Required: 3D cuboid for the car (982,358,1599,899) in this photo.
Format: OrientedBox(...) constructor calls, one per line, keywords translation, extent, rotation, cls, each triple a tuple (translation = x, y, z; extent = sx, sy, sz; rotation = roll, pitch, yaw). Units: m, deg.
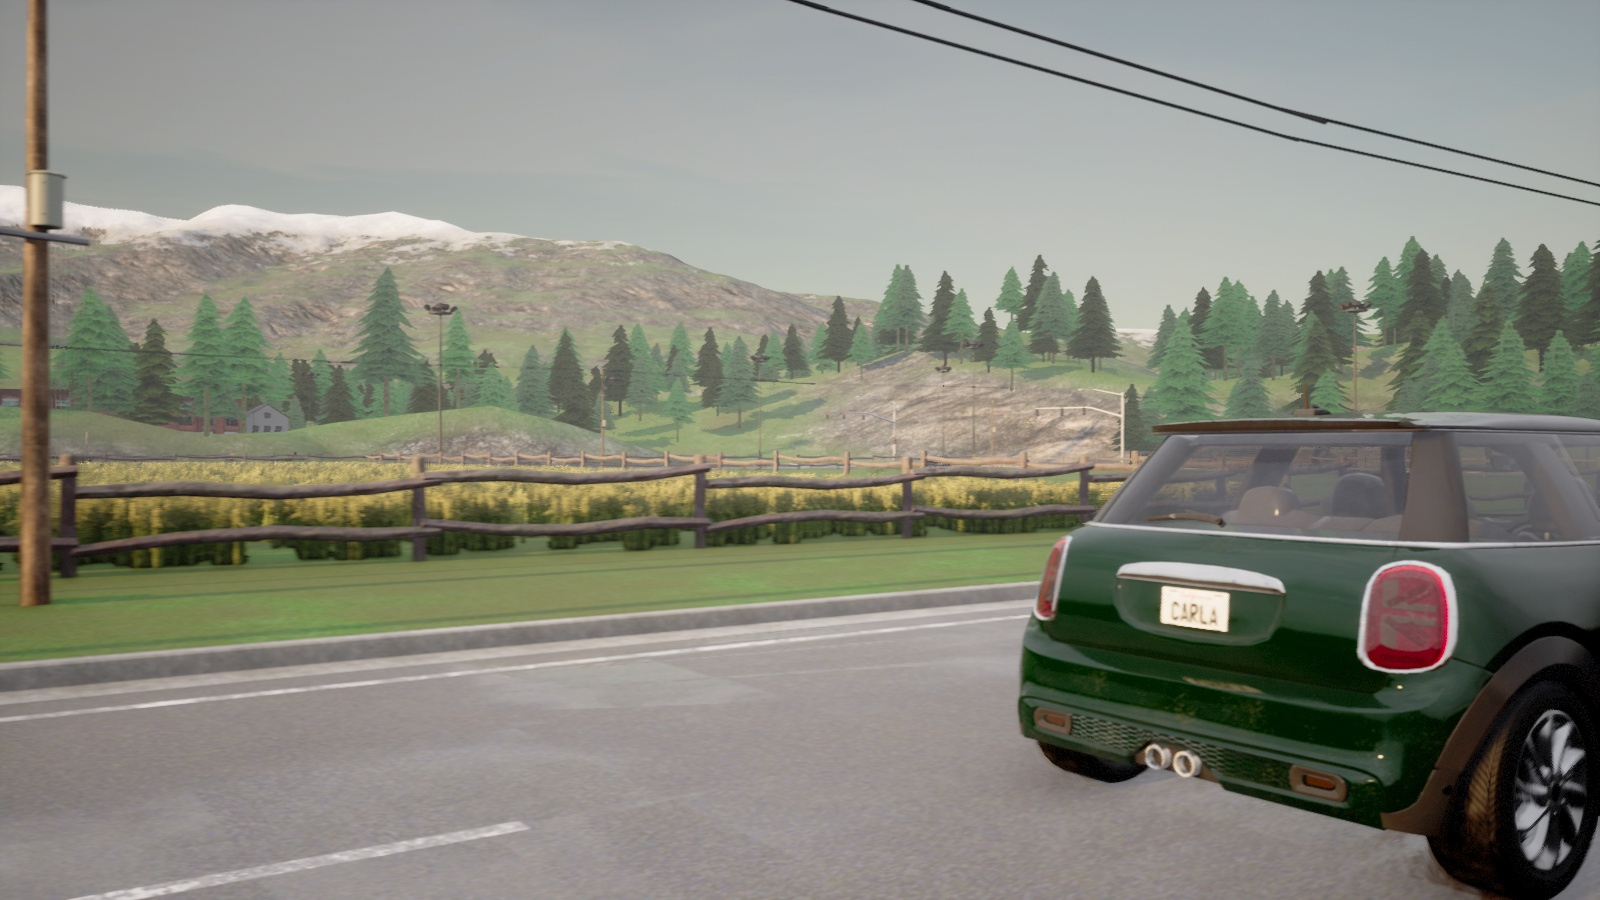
OrientedBox(translation=(3.265, 0.611, 5.932), extent=(4.553, 1.767, 2.097), rotation=(0, 0, -35), cls="car")
